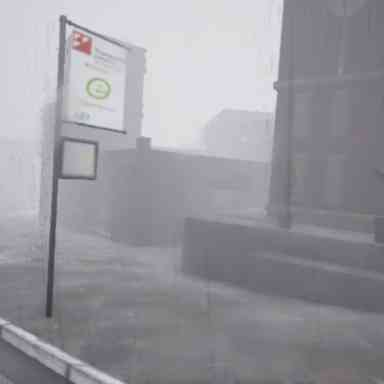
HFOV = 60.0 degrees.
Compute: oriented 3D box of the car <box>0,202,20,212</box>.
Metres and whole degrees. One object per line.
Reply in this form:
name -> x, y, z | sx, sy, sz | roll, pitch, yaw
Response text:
car -> -26.697, 2.133, 47.279 | 1.895, 1.301, 4.718 | 4, -2, 6
